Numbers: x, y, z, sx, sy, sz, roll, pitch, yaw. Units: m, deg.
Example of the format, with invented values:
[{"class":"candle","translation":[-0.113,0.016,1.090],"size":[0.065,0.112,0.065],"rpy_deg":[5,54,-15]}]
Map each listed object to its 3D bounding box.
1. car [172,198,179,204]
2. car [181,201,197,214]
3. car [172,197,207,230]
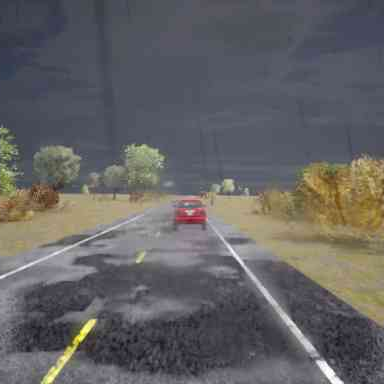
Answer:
[{"class":"car","translation":[-4.567,2.474,91.016],"size":[1.812,1.442,4.674],"rpy_deg":[0,-1,-1]},{"class":"car","translation":[-0.383,1.970,42.414],"size":[1.812,1.442,4.674],"rpy_deg":[0,0,-1]},{"class":"car","translation":[-0.156,1.470,23.244],"size":[2.150,2.045,5.566],"rpy_deg":[0,0,-1]}]
